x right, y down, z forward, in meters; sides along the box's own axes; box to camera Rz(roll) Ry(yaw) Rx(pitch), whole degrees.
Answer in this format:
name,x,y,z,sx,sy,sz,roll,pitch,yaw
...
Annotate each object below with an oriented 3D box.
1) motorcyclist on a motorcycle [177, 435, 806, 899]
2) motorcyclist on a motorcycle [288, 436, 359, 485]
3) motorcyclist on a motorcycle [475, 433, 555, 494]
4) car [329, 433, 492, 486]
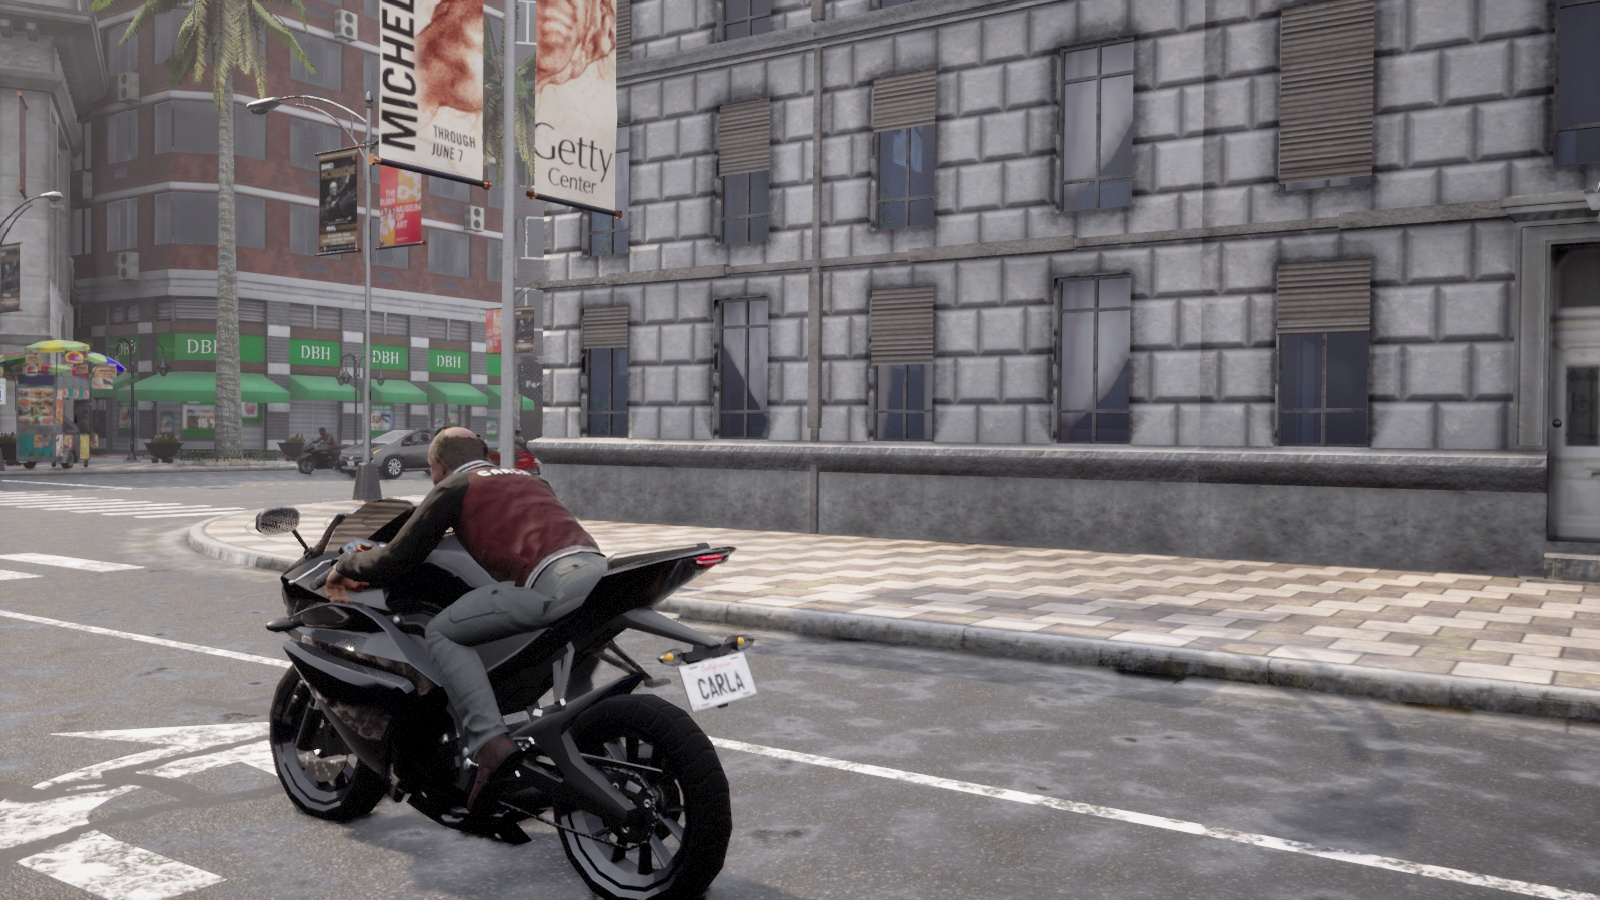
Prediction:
name,x,y,z,sx,sy,sz,roll,pitch,yaw
motorcyclist on a motorcycle,-1.133,0.717,4.377,2.191,1.530,0.866,1,1,34
motorcyclist on a motorcycle,-15.228,0.307,40.168,0.797,1.523,2.044,0,1,34
motorcyclist on a motorcycle,-7.449,0.334,32.911,0.797,1.523,2.044,0,1,34
car,-11.965,0.259,38.847,2.007,1.525,4.514,0,1,34
